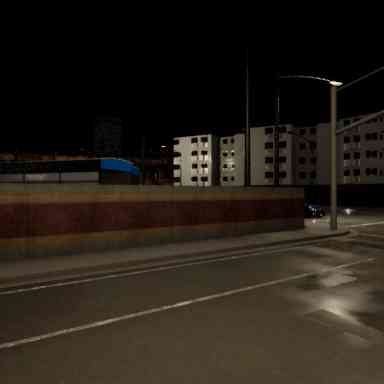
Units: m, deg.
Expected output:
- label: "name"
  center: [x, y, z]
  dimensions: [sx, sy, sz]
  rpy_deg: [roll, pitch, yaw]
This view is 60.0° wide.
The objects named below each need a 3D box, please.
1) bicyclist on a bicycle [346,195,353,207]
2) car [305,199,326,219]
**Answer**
- label: "bicyclist on a bicycle"
  center: [22.109, 1.300, 46.637]
  dimensions: [1.656, 1.620, 0.582]
  rpy_deg: [0, 0, -35]
- label: "car"
  center: [9.538, 1.352, 29.564]
  dimensions: [2.097, 1.767, 4.553]
  rpy_deg: [0, 0, -33]
